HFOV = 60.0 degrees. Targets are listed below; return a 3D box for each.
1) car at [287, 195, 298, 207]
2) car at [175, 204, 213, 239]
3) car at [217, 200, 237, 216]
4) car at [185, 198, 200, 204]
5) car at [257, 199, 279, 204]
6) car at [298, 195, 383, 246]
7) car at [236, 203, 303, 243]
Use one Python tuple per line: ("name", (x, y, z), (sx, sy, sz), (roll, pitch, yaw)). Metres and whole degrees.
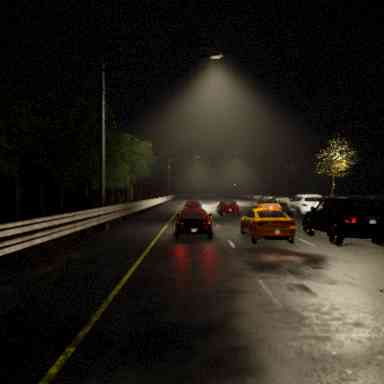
("car", (10.598, 1.297, 31.337), (2.150, 2.045, 5.566), (0, 0, 0))
("car", (0.097, 1.581, 17.683), (1.812, 1.442, 4.674), (0, 0, 0))
("car", (3.598, 1.554, 33.729), (1.882, 1.535, 5.008), (0, 0, 0))
("car", (0.097, 1.602, 33.287), (1.812, 1.442, 4.674), (0, 0, 0))
("car", (7.095, 1.427, 31.896), (2.097, 1.767, 4.553), (0, 0, 0))
("car", (7.097, 1.273, 15.734), (2.150, 2.045, 5.566), (0, 0, 0))
("car", (3.589, 1.531, 16.407), (1.882, 1.535, 5.008), (0, 0, 0))
